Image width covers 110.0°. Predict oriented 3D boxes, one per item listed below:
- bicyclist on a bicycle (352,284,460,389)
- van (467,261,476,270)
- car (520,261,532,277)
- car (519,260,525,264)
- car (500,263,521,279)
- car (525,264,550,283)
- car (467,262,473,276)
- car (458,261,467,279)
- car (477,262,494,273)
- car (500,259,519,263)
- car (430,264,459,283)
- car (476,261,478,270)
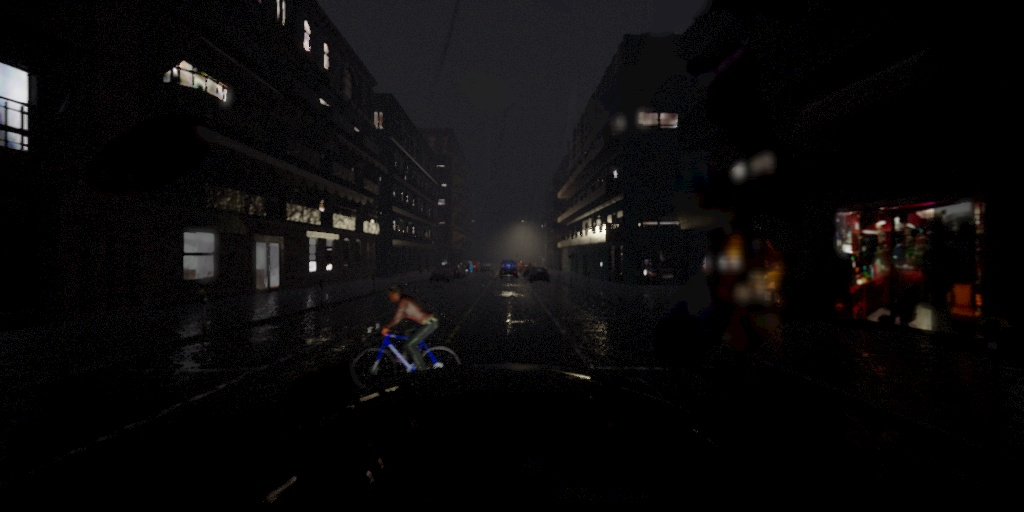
[{"bbox_3d":[-1.594,1.242,5.413,1.656,1.620,0.582,-1,-1,-1],"label":"bicyclist on a bicycle"},{"bbox_3d":[-6.224,1.576,48.078,1.690,1.789,3.998,0,0,-1],"label":"van"},{"bbox_3d":[2.191,1.699,42.722,1.751,1.417,4.829,0,0,-1],"label":"car"},{"bbox_3d":[2.053,1.606,53.755,2.192,1.841,5.009,0,0,-1],"label":"car"},{"bbox_3d":[-0.349,1.741,39.149,1.895,1.301,4.718,0,-1,-1],"label":"car"},{"bbox_3d":[2.333,1.639,31.350,1.802,1.307,4.207,0,0,-1],"label":"car"},{"bbox_3d":[-6.154,1.727,42.476,2.007,1.370,4.403,0,0,-1],"label":"car"},{"bbox_3d":[-6.084,1.558,36.875,1.967,1.591,4.097,0,0,-1],"label":"car"},{"bbox_3d":[-3.735,1.863,54.335,1.994,1.385,4.181,0,-1,-1],"label":"car"},{"bbox_3d":[-0.499,1.481,50.684,2.150,2.045,5.566,0,-1,-1],"label":"car"},{"bbox_3d":[-6.014,1.642,31.274,1.802,1.307,4.207,0,0,-1],"label":"car"},{"bbox_3d":[-6.388,1.667,59.280,2.192,1.841,5.009,0,0,-1],"label":"car"}]
